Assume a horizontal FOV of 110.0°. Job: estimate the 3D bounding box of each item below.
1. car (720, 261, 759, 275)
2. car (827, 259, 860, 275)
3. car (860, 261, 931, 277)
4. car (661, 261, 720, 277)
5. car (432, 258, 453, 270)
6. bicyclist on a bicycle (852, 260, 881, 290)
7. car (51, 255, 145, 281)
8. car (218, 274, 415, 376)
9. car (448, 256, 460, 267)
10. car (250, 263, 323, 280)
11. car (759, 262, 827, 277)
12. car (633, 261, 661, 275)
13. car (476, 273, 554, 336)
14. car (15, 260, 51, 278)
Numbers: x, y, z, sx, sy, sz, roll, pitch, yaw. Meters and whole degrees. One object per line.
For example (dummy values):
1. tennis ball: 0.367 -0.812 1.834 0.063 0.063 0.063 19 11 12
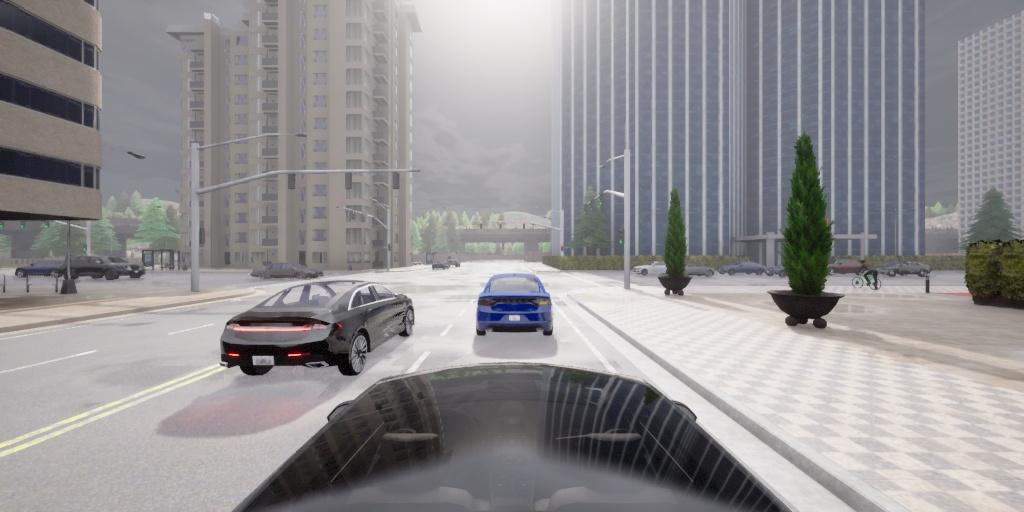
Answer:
1. car: 24.274 1.276 37.917 4.674 1.442 1.812 0 0 0
2. car: 34.359 1.102 38.014 4.553 1.767 2.097 0 0 0
3. car: 37.234 1.242 34.538 4.902 1.511 2.128 0 0 0
4. car: 16.994 1.314 34.343 4.181 1.385 1.994 0 0 -1
5. car: -10.621 1.351 53.575 1.895 1.301 4.718 0 0 0
6. bicyclist on a bicycle: 19.632 1.051 19.886 0.582 1.620 1.656 0 0 -1
7. car: -34.340 0.972 30.109 5.566 2.045 2.150 0 0 -1
8. car: -3.446 1.242 7.416 2.128 1.511 4.902 0 0 0
9. car: -10.588 0.971 64.249 2.150 2.045 5.566 0 0 0
10. car: -18.905 1.297 30.261 5.357 1.411 2.033 0 0 -1
11. car: 26.913 1.276 34.440 4.674 1.442 1.812 0 0 0
12. car: 15.191 1.276 37.824 4.674 1.442 1.812 0 0 -1
13. car: 0.071 1.228 10.455 1.882 1.535 5.008 0 0 0
14. car: -43.384 1.102 33.694 4.553 1.767 2.097 0 0 -1
